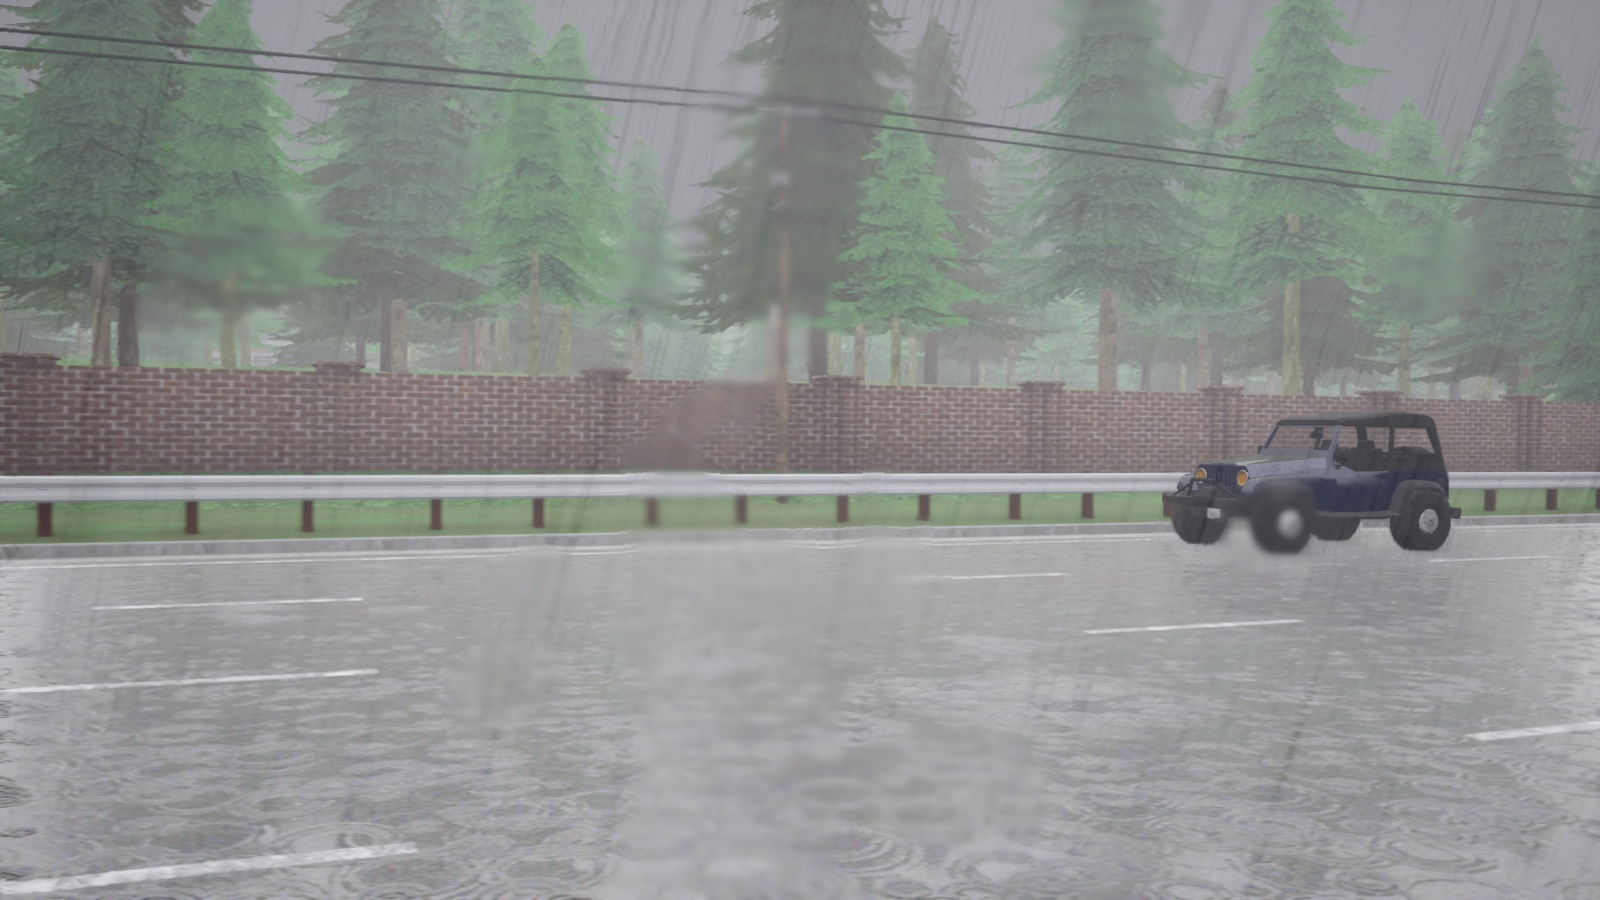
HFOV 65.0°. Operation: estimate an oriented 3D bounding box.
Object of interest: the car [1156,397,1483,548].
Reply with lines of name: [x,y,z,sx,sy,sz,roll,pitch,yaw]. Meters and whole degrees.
car: [7.079,0.238,17.155,3.866,1.878,1.905,-1,1,-21]
